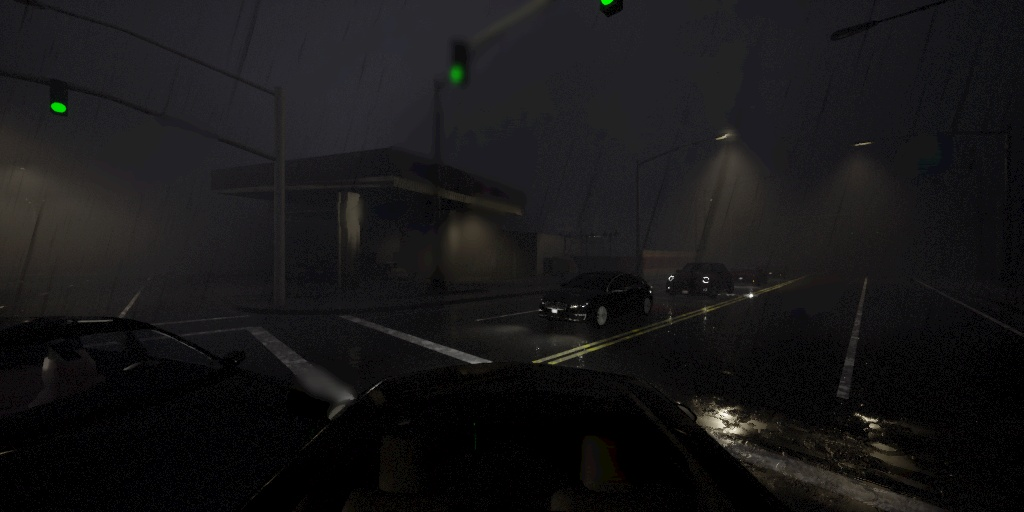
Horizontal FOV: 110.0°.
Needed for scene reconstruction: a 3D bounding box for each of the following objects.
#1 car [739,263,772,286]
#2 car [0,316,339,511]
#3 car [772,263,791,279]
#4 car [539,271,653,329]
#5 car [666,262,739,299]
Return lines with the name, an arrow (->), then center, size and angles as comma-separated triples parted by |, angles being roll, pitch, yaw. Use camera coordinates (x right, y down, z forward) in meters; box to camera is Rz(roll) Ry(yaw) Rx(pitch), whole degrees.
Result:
car -> 16.616, 1.314, 25.303 | 1.994, 1.385, 4.181 | 0, 0, 44
car -> -3.424, 1.242, 2.505 | 4.902, 1.511, 2.128 | 0, 0, 15
car -> 23.741, 1.314, 32.365 | 4.181, 1.385, 1.994 | 0, 0, -45
car -> 2.867, 1.255, 11.530 | 1.837, 1.490, 4.892 | 0, 0, 45
car -> 9.698, 1.102, 18.384 | 4.553, 1.767, 2.097 | 0, 0, -45
